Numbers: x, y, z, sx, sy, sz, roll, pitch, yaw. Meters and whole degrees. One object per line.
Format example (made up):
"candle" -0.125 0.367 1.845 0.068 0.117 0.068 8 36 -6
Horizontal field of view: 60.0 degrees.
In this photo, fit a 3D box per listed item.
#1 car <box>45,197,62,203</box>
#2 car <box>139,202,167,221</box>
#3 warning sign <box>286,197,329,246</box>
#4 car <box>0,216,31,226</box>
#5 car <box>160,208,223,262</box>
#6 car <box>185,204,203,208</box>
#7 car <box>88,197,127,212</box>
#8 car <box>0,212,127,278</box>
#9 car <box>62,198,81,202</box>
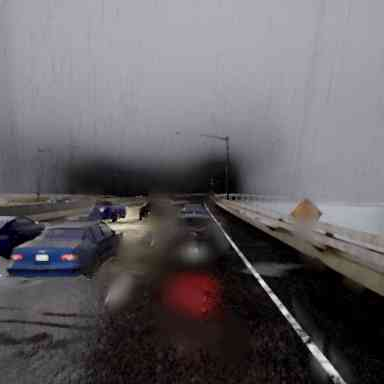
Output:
"car" -23.896 1.657 58.140 2.128 1.511 4.902 0 0 2
"car" -3.278 1.564 28.609 1.882 1.535 5.008 0 0 1
"warning sign" 4.572 1.158 13.301 1.300 1.860 1.060 -1 -1 0
"car" -6.916 1.605 12.651 1.994 1.385 4.181 0 0 1
"car" 0.080 1.543 12.246 1.837 1.490 4.892 0 -1 0
"car" 0.153 1.624 25.145 2.033 1.411 5.357 0 0 1
"car" -6.805 1.434 27.328 2.097 1.767 4.553 0 0 1
"car" -3.450 1.580 10.229 2.033 1.411 5.357 0 0 1
"car" -20.403 1.725 58.096 1.994 1.385 4.181 0 0 2
